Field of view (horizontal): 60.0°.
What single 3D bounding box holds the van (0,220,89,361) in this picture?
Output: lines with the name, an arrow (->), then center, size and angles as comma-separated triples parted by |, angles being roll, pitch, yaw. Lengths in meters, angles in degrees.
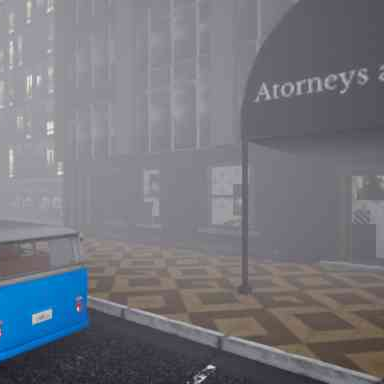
van -> -3.405, 1.341, 5.287 | 3.998, 1.788, 1.690 | 0, 0, 35
